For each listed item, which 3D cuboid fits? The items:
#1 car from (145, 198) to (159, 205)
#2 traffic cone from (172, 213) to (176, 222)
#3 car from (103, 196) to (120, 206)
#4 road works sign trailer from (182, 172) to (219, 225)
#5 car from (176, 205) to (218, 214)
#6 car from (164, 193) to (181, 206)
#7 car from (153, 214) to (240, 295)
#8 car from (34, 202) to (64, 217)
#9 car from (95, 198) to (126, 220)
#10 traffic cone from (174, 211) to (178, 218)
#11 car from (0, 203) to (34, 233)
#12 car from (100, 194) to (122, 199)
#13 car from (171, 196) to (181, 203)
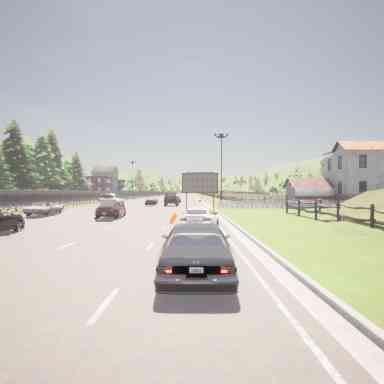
[{"bbox_3d":[-6.806,1.600,56.633,1.895,1.301,4.718,0,0,0],"label":"car"},{"bbox_3d":[-1.448,1.955,23.247,0.340,0.580,0.340,0,0,0],"label":"traffic cone"},{"bbox_3d":[-13.804,1.505,57.373,1.837,1.490,4.892,0,0,0],"label":"car"},{"bbox_3d":[0.526,0.464,22.112,2.380,3.560,2.880,0,0,-2],"label":"road works sign trailer"},{"bbox_3d":[0.418,1.542,18.500,1.812,1.442,4.674,-1,-1,7],"label":"car"},{"bbox_3d":[-3.310,1.221,53.429,2.150,2.045,5.566,0,0,0],"label":"car"},{"bbox_3d":[0.112,1.547,8.890,2.033,1.411,5.357,0,0,1],"label":"car"},{"bbox_3d":[-13.847,1.601,31.349,1.895,1.301,4.718,0,0,0],"label":"car"},{"bbox_3d":[-6.852,1.525,28.194,1.812,1.442,4.674,0,0,0],"label":"car"},{"bbox_3d":[-1.445,1.955,25.247,0.340,0.580,0.340,0,0,0],"label":"traffic cone"},{"bbox_3d":[-10.372,1.492,16.851,2.128,1.511,4.902,0,0,0],"label":"car"},{"bbox_3d":[-10.328,1.223,42.648,2.150,2.045,5.566,0,0,0],"label":"car"},{"bbox_3d":[-3.285,1.564,68.644,1.994,1.385,4.181,0,0,0],"label":"car"}]
